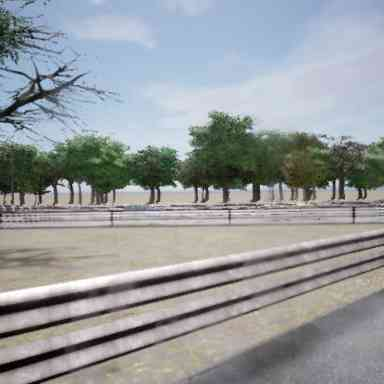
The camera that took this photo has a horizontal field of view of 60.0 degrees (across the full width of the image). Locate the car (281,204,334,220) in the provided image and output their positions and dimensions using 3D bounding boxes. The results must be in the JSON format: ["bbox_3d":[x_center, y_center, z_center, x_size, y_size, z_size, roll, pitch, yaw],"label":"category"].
[{"bbox_3d":[11.416,1.911,33.052,5.008,1.535,1.882,-1,0,4],"label":"car"}]

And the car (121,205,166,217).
[{"bbox_3d":[-5.626,2.209,37.843,4.553,1.767,2.097,-1,0,4],"label":"car"}]

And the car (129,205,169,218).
[{"bbox_3d":[-5.329,2.355,41.331,4.674,1.442,1.812,-1,0,4],"label":"car"}]
